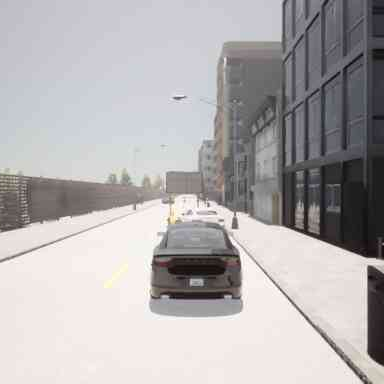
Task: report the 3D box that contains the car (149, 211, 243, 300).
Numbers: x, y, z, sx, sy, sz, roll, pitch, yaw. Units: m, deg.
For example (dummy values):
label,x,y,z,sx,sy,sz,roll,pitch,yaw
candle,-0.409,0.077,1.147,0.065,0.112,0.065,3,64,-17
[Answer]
label,x,y,z,sx,sy,sz,roll,pitch,yaw
car,0.084,1.478,8.469,1.882,1.535,5.008,0,0,0

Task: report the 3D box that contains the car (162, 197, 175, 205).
label,x,y,z,sx,sy,sz,roll,pitch,yaw
car,-4.106,1.563,58.632,1.994,1.385,4.181,0,0,0

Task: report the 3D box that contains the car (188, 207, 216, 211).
label,x,y,z,sx,sy,sz,roll,pitch,yaw
car,0.485,1.538,17.818,1.812,1.442,4.674,0,-1,-10

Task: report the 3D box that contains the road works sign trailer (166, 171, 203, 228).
label,x,y,z,sx,sy,sz,roll,pitch,yaw
road works sign trailer,-0.528,0.464,21.298,2.380,3.560,2.880,0,0,-16
